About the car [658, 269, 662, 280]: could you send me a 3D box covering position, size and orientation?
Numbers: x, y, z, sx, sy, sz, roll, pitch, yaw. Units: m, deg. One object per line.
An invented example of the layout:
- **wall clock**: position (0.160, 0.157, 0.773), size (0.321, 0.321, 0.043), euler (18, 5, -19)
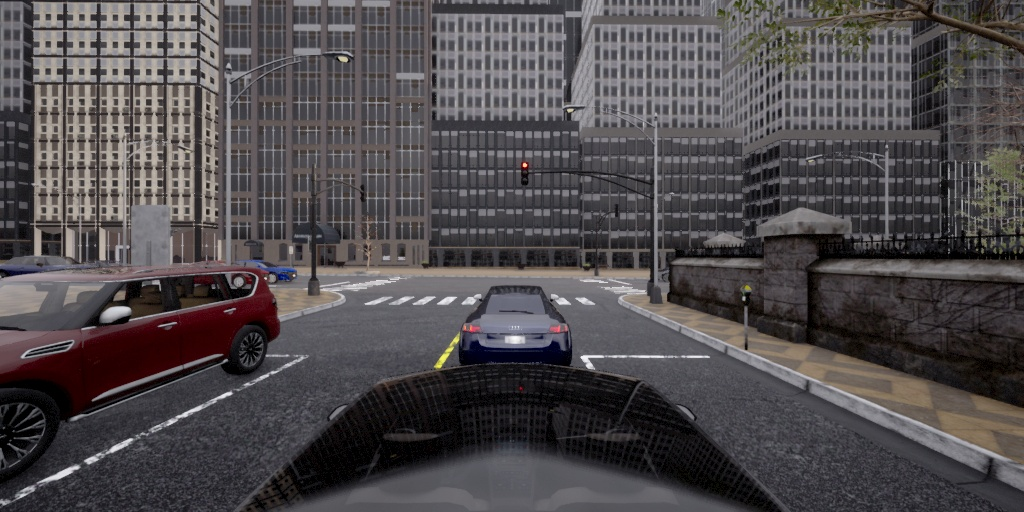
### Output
- **car**: position (14.321, 1.515, 31.359), size (4.181, 1.385, 1.994), euler (1, 0, -1)

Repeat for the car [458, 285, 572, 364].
- **car**: position (0.086, 1.314, 7.755), size (1.994, 1.385, 4.181), euler (0, 0, 1)

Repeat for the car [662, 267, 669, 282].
- **car**: position (14.505, 1.510, 28.110), size (4.181, 1.385, 1.994), euler (1, 0, -1)

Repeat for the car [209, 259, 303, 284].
- **car**: position (-17.258, 1.026, 24.302), size (5.008, 1.535, 1.882), euler (1, 0, 0)

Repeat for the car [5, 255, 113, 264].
- **car**: position (-26.696, 0.777, 20.918), size (4.553, 1.767, 2.097), euler (1, 0, -1)

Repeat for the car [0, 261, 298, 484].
- **car**: position (-5.365, 1.065, 4.735), size (2.192, 1.841, 5.009), euler (0, 0, 0)
